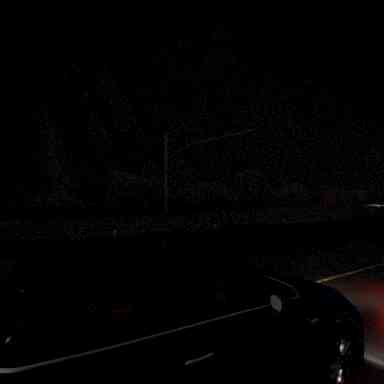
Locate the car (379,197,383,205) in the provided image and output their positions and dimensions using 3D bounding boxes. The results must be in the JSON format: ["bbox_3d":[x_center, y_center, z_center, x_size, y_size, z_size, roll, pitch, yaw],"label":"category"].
[{"bbox_3d":[31.664,1.243,53.045,4.892,1.490,1.837,0,0,-36],"label":"car"}]

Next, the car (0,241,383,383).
[{"bbox_3d":[-0.078,1.351,3.692,4.553,1.767,2.097,0,0,-36],"label":"car"}]
